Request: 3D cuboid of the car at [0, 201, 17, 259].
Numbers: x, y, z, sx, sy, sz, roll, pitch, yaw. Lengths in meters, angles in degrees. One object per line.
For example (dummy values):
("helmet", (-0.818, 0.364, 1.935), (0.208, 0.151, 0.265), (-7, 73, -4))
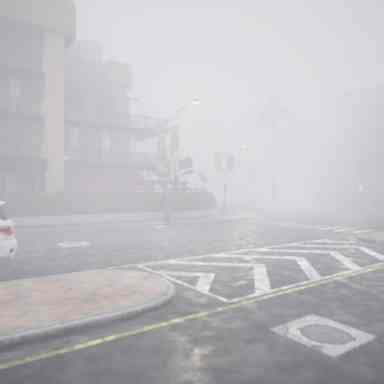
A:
("car", (-7.569, 1.219, 8.429), (5.566, 2.045, 2.150), (0, 0, -35))
